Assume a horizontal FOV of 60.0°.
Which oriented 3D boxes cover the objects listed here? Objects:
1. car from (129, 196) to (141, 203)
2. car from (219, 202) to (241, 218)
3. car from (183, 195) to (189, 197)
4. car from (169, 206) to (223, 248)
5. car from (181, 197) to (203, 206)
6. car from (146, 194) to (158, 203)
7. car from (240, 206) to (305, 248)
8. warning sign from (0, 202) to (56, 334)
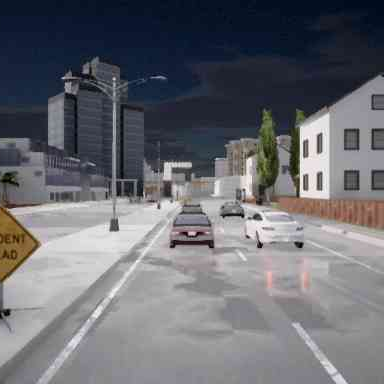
[{"bbox_3d":[-11.500,1.520,67.650,2.128,1.511,4.902,0,0,0],"label":"car"},{"bbox_3d":[3.500,1.572,29.650,1.994,1.385,4.181,0,0,0],"label":"car"},{"bbox_3d":[-1.225,1.454,69.515,1.801,1.575,5.366,0,0,0],"label":"car"},{"bbox_3d":[0.000,1.563,14.650,2.033,1.411,5.357,0,0,0],"label":"car"},{"bbox_3d":[0.000,1.495,29.650,2.128,1.511,4.902,0,0,0],"label":"car"},{"bbox_3d":[-8.000,1.404,67.680,2.097,1.767,4.553,0,0,0],"label":"car"},{"bbox_3d":[3.500,1.532,14.650,1.812,1.442,4.674,0,0,0],"label":"car"},{"bbox_3d":[-3.050,1.114,5.325,1.300,1.860,1.060,0,0,0],"label":"warning sign"}]
